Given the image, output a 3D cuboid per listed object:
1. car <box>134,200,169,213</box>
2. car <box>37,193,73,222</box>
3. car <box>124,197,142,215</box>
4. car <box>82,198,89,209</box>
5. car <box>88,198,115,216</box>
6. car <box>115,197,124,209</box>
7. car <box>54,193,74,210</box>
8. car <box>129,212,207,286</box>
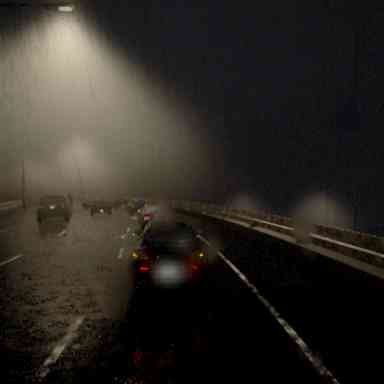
[{"bbox_3d":[-2.434,1.496,21.295,2.033,1.411,5.357,0,0,-12],"label":"car"},{"bbox_3d":[-10.610,1.167,25.980,2.150,2.045,5.566,0,0,-17],"label":"car"},{"bbox_3d":[-5.291,1.449,32.579,1.812,1.442,4.674,0,0,-17],"label":"car"},{"bbox_3d":[-13.283,1.468,43.773,1.994,1.385,4.181,0,0,-24],"label":"car"},{"bbox_3d":[-8.861,1.432,32.303,1.837,1.490,4.892,0,0,-17],"label":"car"},{"bbox_3d":[-9.515,1.405,43.916,1.837,1.490,4.892,0,1,-23],"label":"car"},{"bbox_3d":[-16.344,1.134,42.197,2.150,2.045,5.566,0,0,-24],"label":"car"},{"bbox_3d":[-0.665,1.503,9.272,1.812,1.442,4.674,0,0,-4],"label":"car"}]
